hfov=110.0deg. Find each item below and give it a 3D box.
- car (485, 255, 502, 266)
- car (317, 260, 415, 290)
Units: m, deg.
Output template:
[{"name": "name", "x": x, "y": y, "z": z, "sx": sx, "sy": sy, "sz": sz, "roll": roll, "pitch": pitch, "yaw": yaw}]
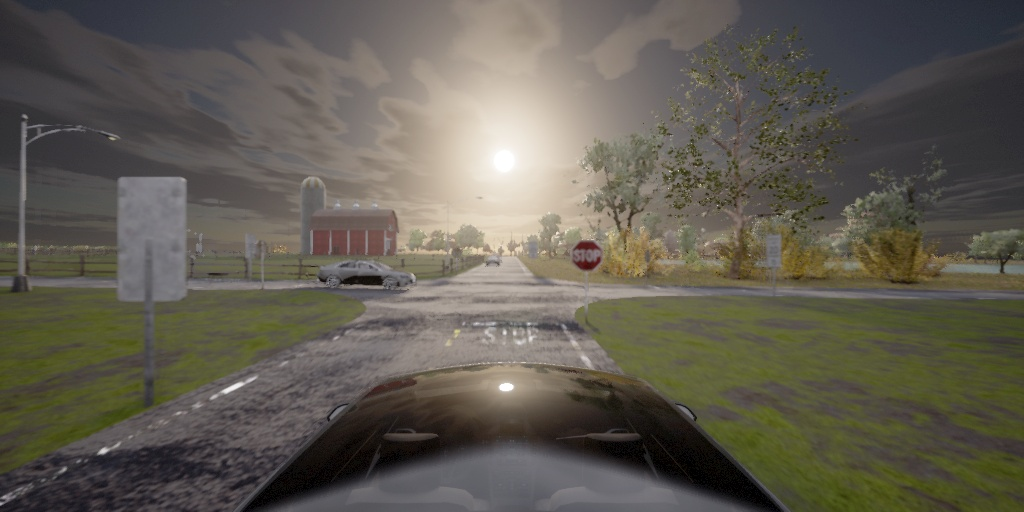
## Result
[{"name": "car", "x": -2.813, "y": 0.645, "z": 53.038, "sx": 1.812, "sy": 1.442, "sz": 4.674, "roll": 0, "pitch": 1, "yaw": 0}, {"name": "car", "x": -7.637, "y": 0.972, "z": 18.992, "sx": 4.902, "sy": 1.511, "sz": 2.128, "roll": 2, "pitch": 0, "yaw": 0}]
